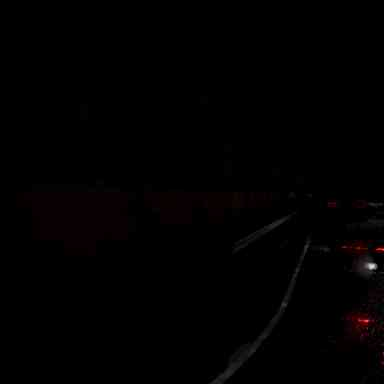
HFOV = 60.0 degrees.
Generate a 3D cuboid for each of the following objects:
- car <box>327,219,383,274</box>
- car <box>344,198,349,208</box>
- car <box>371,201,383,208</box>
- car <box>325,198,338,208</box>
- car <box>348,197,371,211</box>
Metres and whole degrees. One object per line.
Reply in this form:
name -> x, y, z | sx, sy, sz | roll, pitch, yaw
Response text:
car -> 5.414, 1.615, 10.616 | 1.837, 1.490, 4.892 | -1, 0, 22
car -> 29.815, 2.123, 62.108 | 1.837, 1.490, 4.892 | -1, -1, 22
car -> 31.920, 2.132, 57.920 | 1.895, 1.301, 4.718 | -1, -1, 22
car -> 24.998, 2.143, 59.456 | 1.837, 1.490, 4.892 | -1, -1, 22
car -> 24.959, 1.964, 49.718 | 1.882, 1.535, 5.008 | -1, -2, 22
